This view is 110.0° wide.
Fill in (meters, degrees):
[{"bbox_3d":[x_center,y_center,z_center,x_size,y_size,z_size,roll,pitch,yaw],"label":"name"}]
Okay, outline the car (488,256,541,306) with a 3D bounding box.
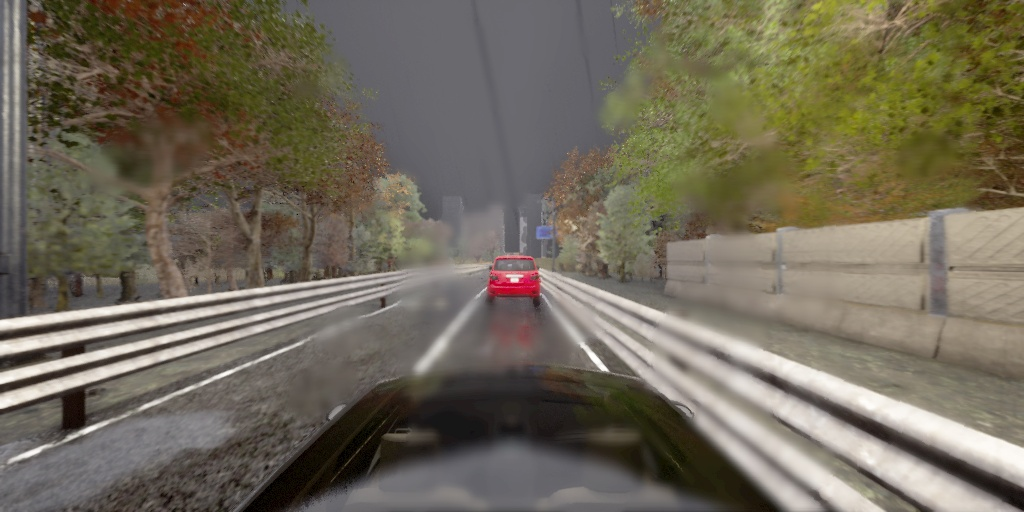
[{"bbox_3d":[0.099,1.030,16.333,2.150,2.045,5.566,0,0,0],"label":"car"}]
